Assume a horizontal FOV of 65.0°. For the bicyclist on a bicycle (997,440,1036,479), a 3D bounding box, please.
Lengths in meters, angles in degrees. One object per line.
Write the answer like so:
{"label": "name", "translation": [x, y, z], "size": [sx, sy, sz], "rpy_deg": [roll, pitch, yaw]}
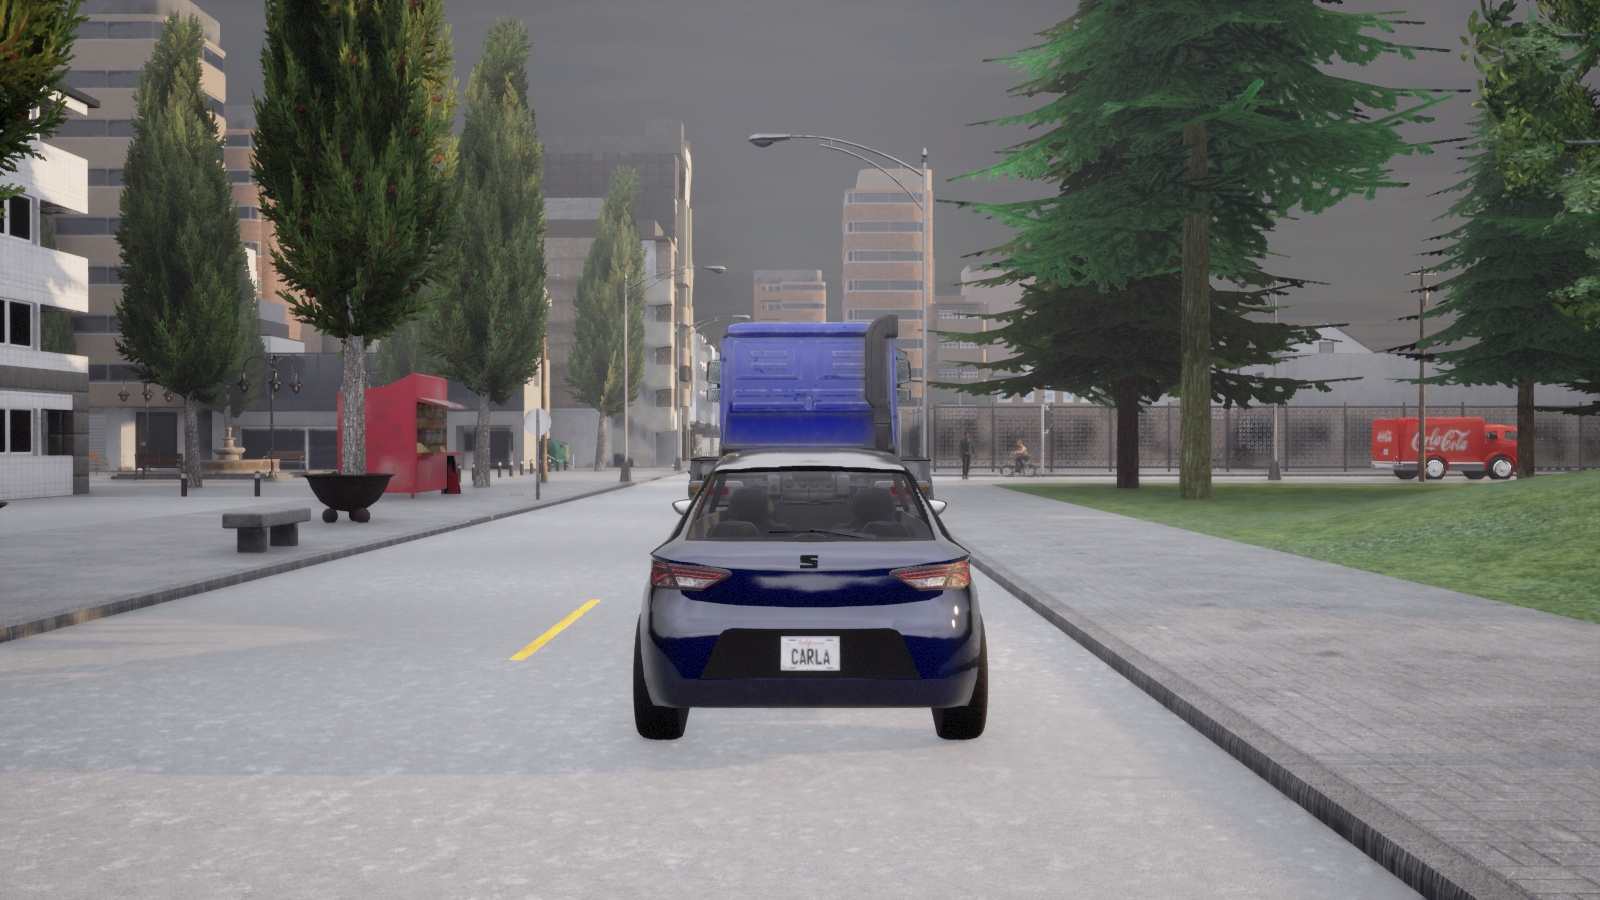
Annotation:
{"label": "bicyclist on a bicycle", "translation": [9.161, 0.390, 53.215], "size": [1.509, 1.612, 0.866], "rpy_deg": [0, 0, 1]}

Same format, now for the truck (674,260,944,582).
{"label": "truck", "translation": [0.122, -0.334, 17.460], "size": [2.891, 3.462, 7.936], "rpy_deg": [0, 0, 0]}

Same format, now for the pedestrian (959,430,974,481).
{"label": "pedestrian", "translation": [6.342, 0.207, 47.826], "size": [0.423, 1.949, 0.788], "rpy_deg": [0, 0, -1]}

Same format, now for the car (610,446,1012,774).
{"label": "car", "translation": [0.061, 0.716, 7.772], "size": [1.816, 1.474, 4.193], "rpy_deg": [0, 0, 0]}

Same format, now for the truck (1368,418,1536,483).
{"label": "truck", "translation": [25.438, 0.003, 49.137], "size": [5.204, 2.467, 2.627], "rpy_deg": [0, 0, 0]}
